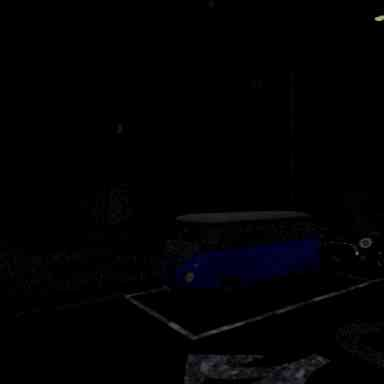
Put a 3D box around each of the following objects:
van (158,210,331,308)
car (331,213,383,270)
[{"bbox_3d":[1.219,1.342,7.635,3.998,1.788,1.690,0,0,-36],"label":"van"},{"bbox_3d":[5.833,1.443,10.927,4.097,1.590,1.967,0,0,-36],"label":"car"}]
